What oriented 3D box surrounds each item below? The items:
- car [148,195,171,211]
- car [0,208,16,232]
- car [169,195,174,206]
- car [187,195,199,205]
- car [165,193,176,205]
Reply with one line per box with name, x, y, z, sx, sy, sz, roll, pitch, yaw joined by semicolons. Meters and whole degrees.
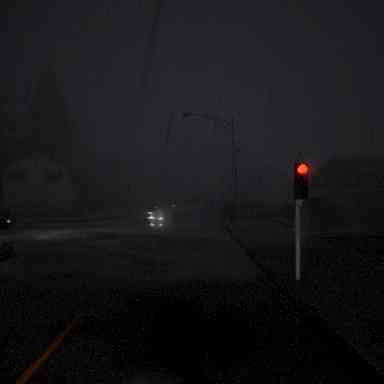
car;-4.088;1.491;40.013;2.128;1.511;4.902;0;0;0
car;-12.564;1.222;17.877;5.566;2.045;2.150;0;0;0
car;-4.076;1.525;50.018;1.812;1.442;4.674;0;0;0
car;0.119;1.352;58.843;2.097;1.767;4.553;0;0;0
car;-4.051;1.221;60.466;2.150;2.045;5.566;0;0;0
